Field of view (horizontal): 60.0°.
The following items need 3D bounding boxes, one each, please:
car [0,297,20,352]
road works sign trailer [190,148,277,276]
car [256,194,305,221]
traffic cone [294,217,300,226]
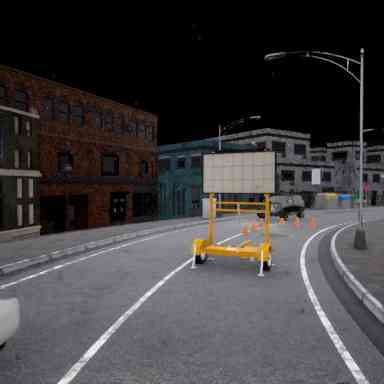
[{"bbox_3d":[-3.369,1.596,2.184,1.895,1.301,4.718,0,0,5],"label":"car"},{"bbox_3d":[1.519,0.461,10.603,2.380,3.560,2.880,0,0,24],"label":"road works sign trailer"},{"bbox_3d":[7.389,1.211,27.400,2.150,2.045,5.566,1,0,40],"label":"car"},{"bbox_3d":[7.055,1.969,22.280,0.340,0.580,0.340,1,0,24],"label":"traffic cone"}]
